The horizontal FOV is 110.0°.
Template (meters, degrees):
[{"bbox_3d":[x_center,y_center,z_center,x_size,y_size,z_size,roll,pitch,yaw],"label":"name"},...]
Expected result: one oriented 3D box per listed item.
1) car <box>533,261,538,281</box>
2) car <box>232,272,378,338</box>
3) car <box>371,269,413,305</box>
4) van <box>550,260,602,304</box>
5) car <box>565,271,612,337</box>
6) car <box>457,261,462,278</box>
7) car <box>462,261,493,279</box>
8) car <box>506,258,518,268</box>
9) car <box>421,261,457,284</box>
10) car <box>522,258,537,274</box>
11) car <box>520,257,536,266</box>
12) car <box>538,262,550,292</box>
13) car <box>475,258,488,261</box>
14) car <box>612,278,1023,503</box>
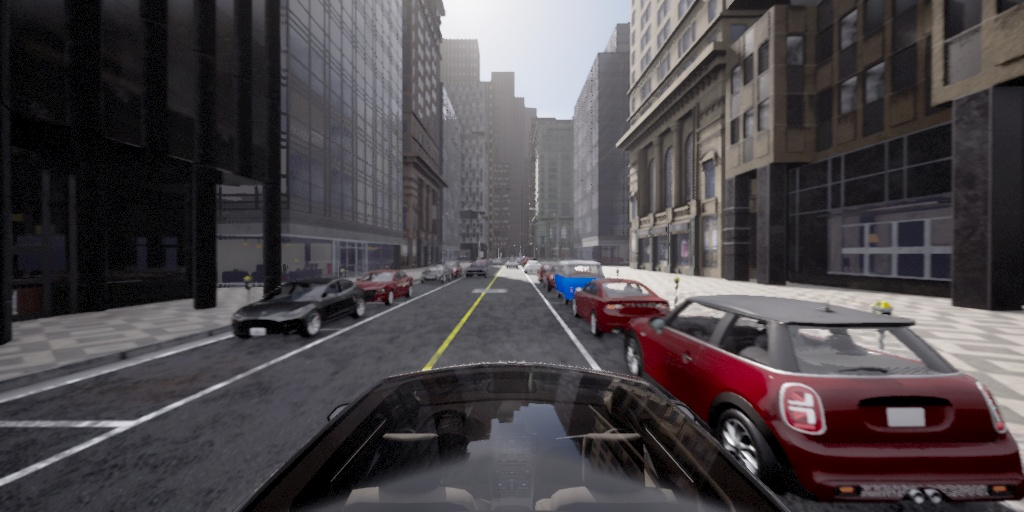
[{"bbox_3d":[2.858,1.289,27.131,1.888,1.381,4.507,0,0,0],"label":"car"},{"bbox_3d":[-5.667,1.313,10.181,1.948,1.339,4.313,0,0,0],"label":"car"},{"bbox_3d":[-5.667,1.291,15.830,1.888,1.381,4.507,0,0,0],"label":"car"},{"bbox_3d":[2.858,1.087,15.834,1.690,1.789,3.998,0,0,0],"label":"van"},{"bbox_3d":[2.858,1.293,10.185,1.888,1.381,4.507,0,0,0],"label":"car"},{"bbox_3d":[-5.667,1.182,32.777,1.967,1.591,4.097,0,0,0],"label":"car"},{"bbox_3d":[-3.094,1.343,32.666,1.895,1.301,4.718,0,0,0],"label":"car"},{"bbox_3d":[0.003,1.339,58.290,1.895,1.301,4.718,0,0,0],"label":"car"},{"bbox_3d":[-5.667,1.294,27.128,2.007,1.370,4.403,0,0,0],"label":"car"},{"bbox_3d":[2.354,1.267,40.655,1.812,1.442,4.674,0,0,0],"label":"car"},{"bbox_3d":[2.860,1.053,55.374,2.192,1.841,5.009,0,0,0],"label":"car"},{"bbox_3d":[2.858,1.185,21.483,1.967,1.591,4.097,0,0,0],"label":"car"},{"bbox_3d":[-5.665,1.281,61.021,1.888,1.381,4.507,0,0,0],"label":"car"},{"bbox_3d":[2.857,1.189,4.537,1.967,1.591,4.097,0,0,0],"label":"car"}]
